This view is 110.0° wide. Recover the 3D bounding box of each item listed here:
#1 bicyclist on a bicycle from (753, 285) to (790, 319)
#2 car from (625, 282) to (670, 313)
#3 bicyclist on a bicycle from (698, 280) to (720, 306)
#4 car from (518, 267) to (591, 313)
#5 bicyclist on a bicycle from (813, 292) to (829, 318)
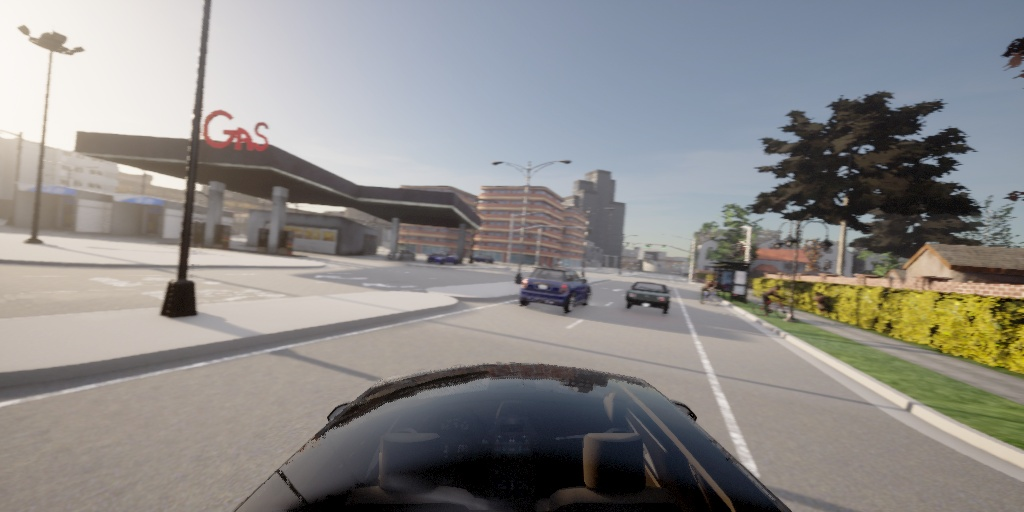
[{"bbox_3d":[12.824,2.224,17.600,1.656,1.620,0.582,6,0,21],"label":"bicyclist on a bicycle"},{"bbox_3d":[6.967,1.978,18.160,1.895,1.301,4.718,5,0,24],"label":"car"},{"bbox_3d":[12.628,2.352,22.923,0.582,1.620,1.656,5,0,-20],"label":"bicyclist on a bicycle"},{"bbox_3d":[2.025,1.271,15.479,2.097,1.767,4.553,5,0,24],"label":"car"},{"bbox_3d":[17.332,2.630,20.103,0.582,1.656,1.620,-14,-43,41],"label":"bicyclist on a bicycle"}]
